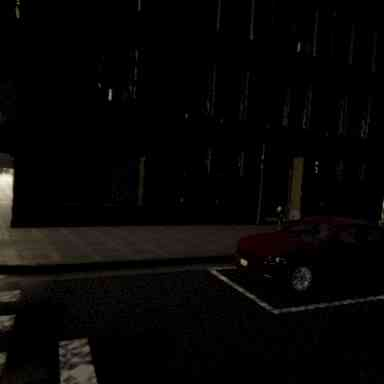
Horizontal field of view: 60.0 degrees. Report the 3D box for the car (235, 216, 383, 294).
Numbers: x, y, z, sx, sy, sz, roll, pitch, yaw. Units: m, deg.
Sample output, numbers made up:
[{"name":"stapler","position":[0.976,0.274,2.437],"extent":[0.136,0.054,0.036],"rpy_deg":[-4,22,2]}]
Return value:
[{"name":"car","position":[3.145,1.254,7.667],"extent":[4.507,1.381,1.887],"rpy_deg":[2,4,-23]}]
